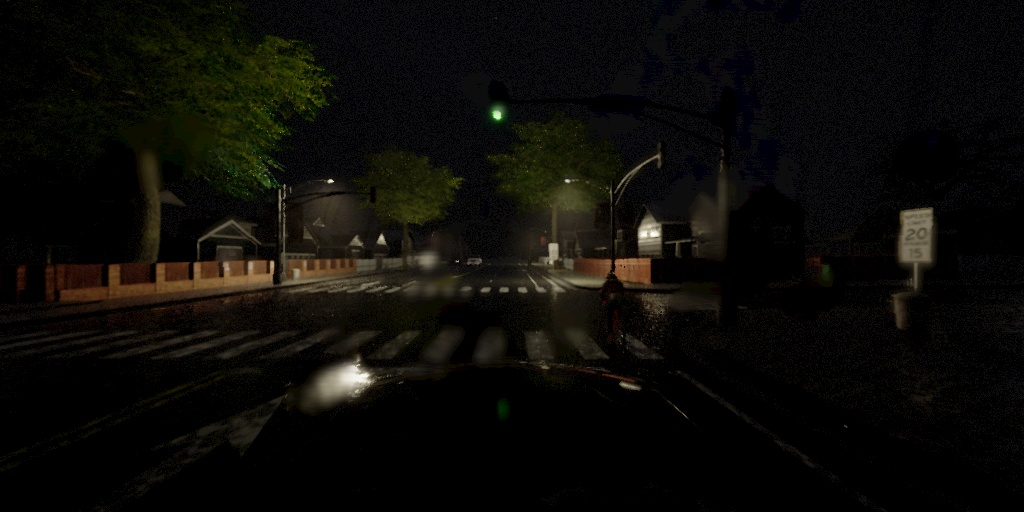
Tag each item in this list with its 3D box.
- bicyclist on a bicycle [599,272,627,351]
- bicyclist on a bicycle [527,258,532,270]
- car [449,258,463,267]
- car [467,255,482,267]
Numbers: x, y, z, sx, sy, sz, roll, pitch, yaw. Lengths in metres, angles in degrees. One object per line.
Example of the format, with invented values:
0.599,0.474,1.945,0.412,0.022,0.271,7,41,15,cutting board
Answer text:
2.252,1.188,7.987,0.582,1.620,1.656,0,0,0,bicyclist on a bicycle
2.251,1.079,45.978,0.582,1.620,1.656,0,0,0,bicyclist on a bicycle
-9.751,1.119,62.789,2.033,1.411,5.357,0,0,0,car
-6.502,0.795,62.759,2.150,2.045,5.566,0,0,0,car
